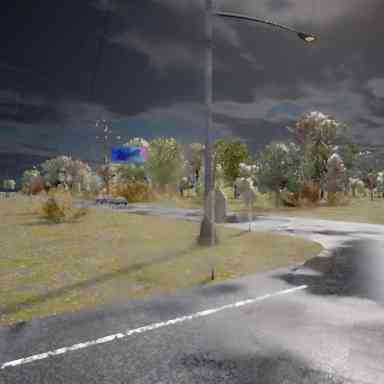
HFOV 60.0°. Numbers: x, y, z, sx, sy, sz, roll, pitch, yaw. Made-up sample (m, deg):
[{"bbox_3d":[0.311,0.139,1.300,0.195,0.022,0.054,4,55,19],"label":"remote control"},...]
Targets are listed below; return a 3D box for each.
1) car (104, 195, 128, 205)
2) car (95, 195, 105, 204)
[{"bbox_3d":[-12.255,1.471,54.994,2.033,1.411,5.357,0,0,-33],"label":"car"},{"bbox_3d":[-16.221,1.262,60.889,2.097,1.767,4.553,0,0,-34],"label":"car"}]
